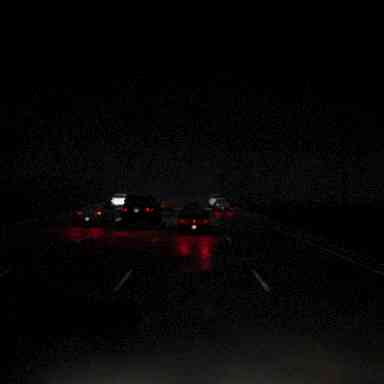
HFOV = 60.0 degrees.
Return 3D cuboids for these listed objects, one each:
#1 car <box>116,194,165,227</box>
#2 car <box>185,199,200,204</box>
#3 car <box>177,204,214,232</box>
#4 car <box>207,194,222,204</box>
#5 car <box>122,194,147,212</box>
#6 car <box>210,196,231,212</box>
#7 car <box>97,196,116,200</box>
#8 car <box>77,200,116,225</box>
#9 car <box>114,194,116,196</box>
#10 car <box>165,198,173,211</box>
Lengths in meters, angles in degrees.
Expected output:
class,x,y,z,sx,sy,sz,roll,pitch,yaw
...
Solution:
class,x,y,z,sx,sy,sz,roll,pitch,yaw
car,-3.387,1.246,22.936,2.150,2.045,5.566,0,0,0
car,0.031,1.573,41.352,1.812,1.442,4.674,0,0,0
car,0.113,1.624,20.236,1.895,1.301,4.718,0,0,0
car,3.528,1.279,50.330,2.150,2.045,5.566,0,0,0
car,-6.969,1.272,40.967,2.150,2.045,5.566,0,0,0
car,3.521,1.572,40.292,1.812,1.442,4.674,0,0,0
car,-10.479,1.538,39.744,2.128,1.511,4.902,0,0,0
car,-6.888,1.554,24.154,1.812,1.442,4.674,0,0,0
car,-10.473,1.279,50.288,2.150,2.045,5.566,0,0,0
car,-3.461,1.526,41.662,1.882,1.535,5.008,0,0,0
